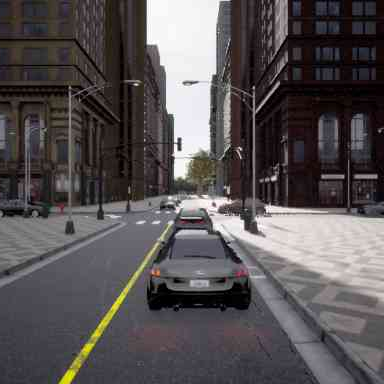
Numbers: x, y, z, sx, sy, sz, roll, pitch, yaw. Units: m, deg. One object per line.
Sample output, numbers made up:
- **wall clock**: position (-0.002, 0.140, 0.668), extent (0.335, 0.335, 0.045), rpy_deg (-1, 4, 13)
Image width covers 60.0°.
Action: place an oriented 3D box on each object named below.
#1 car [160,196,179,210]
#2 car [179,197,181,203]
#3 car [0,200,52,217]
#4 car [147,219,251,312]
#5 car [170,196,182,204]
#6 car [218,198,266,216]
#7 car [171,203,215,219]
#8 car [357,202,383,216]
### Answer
- **car**: position (-3.089, 1.548, 43.176), extent (2.033, 1.411, 5.357), rpy_deg (0, 0, 0)
- **car**: position (-3.089, 1.495, 52.937), extent (2.128, 1.511, 4.902), rpy_deg (0, 0, 0)
- **car**: position (-14.747, 1.454, 28.968), extent (4.892, 1.490, 1.837), rpy_deg (0, 0, -1)
- **car**: position (0.108, 1.564, 7.812), extent (1.994, 1.385, 4.181), rpy_deg (0, 0, -1)
- **car**: position (-3.036, 1.563, 65.325), extent (2.033, 1.411, 5.357), rpy_deg (0, 0, 0)
- **car**: position (4.766, 1.368, 32.171), extent (4.553, 1.767, 2.097), rpy_deg (0, 0, 0)
- **car**: position (0.062, 1.505, 16.720), extent (1.837, 1.490, 4.892), rpy_deg (0, 0, 0)
- **car**: position (18.315, 1.624, 32.164), extent (4.181, 1.385, 1.994), rpy_deg (0, 0, 0)
